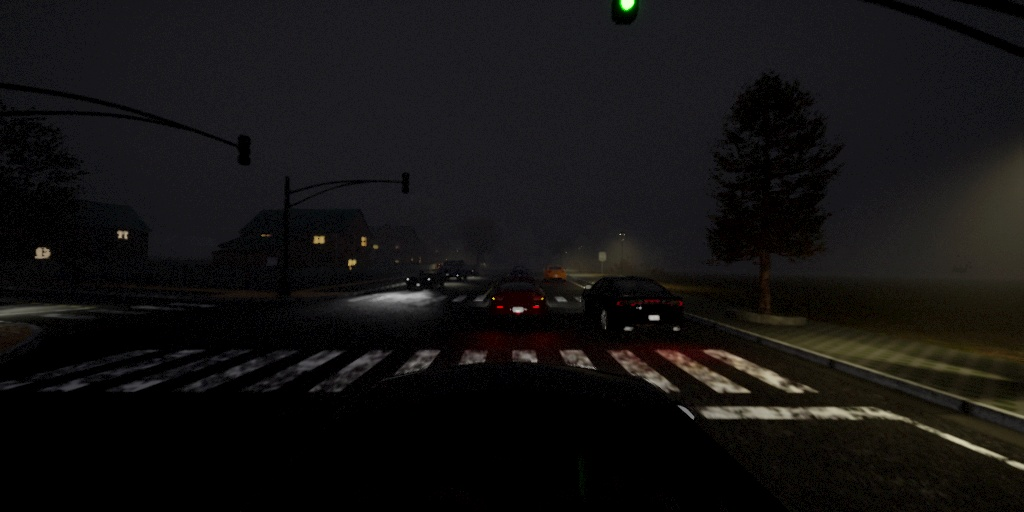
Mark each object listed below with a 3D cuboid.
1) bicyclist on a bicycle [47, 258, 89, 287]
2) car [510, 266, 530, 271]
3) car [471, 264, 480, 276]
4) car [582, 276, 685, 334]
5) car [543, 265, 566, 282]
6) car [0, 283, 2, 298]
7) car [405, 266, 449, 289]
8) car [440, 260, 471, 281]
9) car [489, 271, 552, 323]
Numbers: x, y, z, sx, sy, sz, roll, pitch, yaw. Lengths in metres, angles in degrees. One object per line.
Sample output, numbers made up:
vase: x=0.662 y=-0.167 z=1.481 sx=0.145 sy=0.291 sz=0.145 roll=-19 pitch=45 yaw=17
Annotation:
bicyclist on a bicycle: x=-24.877 y=0.939 z=20.156 sx=0.582 sy=1.620 sz=1.656 roll=1 pitch=-1 yaw=14
car: x=0.800 y=1.697 z=35.616 sx=1.812 sy=1.442 sz=4.674 roll=0 pitch=-1 yaw=2
car: x=-5.379 y=1.797 z=46.391 sx=1.882 sy=1.535 sz=5.008 roll=0 pitch=-1 yaw=3
car: x=3.432 y=1.340 z=11.062 sx=1.882 sy=1.535 sz=5.008 roll=0 pitch=0 yaw=1
car: x=4.000 y=1.630 z=34.223 sx=1.882 sy=1.535 sz=5.008 roll=0 pitch=-1 yaw=2
car: x=-21.541 y=0.999 z=13.249 sx=5.008 sy=1.535 sz=1.882 roll=1 pitch=-2 yaw=14
car: x=-6.217 y=1.654 z=26.222 sx=1.895 sy=1.301 sz=4.718 roll=0 pitch=-1 yaw=2
car: x=-5.879 y=1.403 z=36.126 sx=2.150 sy=2.045 sz=5.566 roll=0 pitch=-1 yaw=3
car: x=0.203 y=1.407 z=12.625 sx=1.812 sy=1.442 sz=4.674 roll=0 pitch=-1 yaw=1
